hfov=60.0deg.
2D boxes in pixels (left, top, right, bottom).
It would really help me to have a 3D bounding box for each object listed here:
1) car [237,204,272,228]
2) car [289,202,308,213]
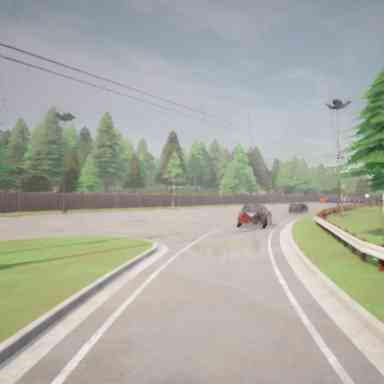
[{"bbox_3d":[4.832,1.653,25.201,2.097,1.767,4.553,0,-1,19],"label":"car"},{"bbox_3d":[14.382,2.051,44.898,2.128,1.511,4.902,0,-1,29],"label":"car"}]
